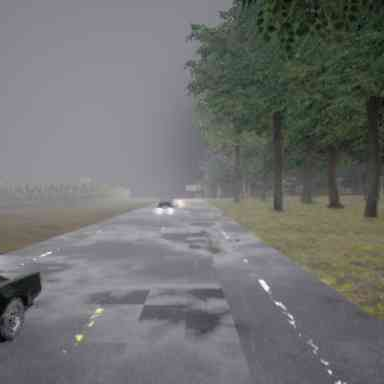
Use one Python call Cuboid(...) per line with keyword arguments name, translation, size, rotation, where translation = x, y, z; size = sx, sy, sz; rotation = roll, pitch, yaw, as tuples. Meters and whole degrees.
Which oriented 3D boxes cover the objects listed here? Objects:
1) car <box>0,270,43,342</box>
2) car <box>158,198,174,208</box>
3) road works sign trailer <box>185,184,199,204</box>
Cuboid(name="car", translation=(-3.601, 1.602, 3.715), size=(1.895, 1.301, 4.718), rotation=(0, 0, 0))
Cuboid(name="car", translation=(-3.591, 1.499, 45.968), size=(1.895, 1.301, 4.718), rotation=(0, 0, 0))
Cuboid(name="road works sign trailer", translation=(-0.011, 0.350, 59.266), size=(2.380, 3.560, 2.880), rotation=(0, 0, 1))
